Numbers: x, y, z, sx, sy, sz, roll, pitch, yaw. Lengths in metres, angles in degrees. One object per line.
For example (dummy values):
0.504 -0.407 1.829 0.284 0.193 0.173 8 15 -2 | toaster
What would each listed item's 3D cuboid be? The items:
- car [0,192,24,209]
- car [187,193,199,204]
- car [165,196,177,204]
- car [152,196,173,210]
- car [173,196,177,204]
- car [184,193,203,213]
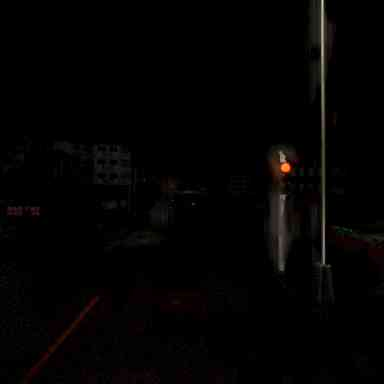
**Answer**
-19.709 0.985 34.940 1.905 1.878 3.866 0 0 35 | car
0.187 1.224 63.112 2.150 2.045 5.566 0 0 0 | car
-3.966 1.477 63.162 1.882 1.535 5.008 0 0 0 | car
-4.040 1.491 43.023 2.128 1.511 4.902 0 0 0 | car
-4.019 1.491 52.987 2.128 1.511 4.902 0 0 0 | car
0.164 1.352 37.744 2.097 1.767 4.553 0 0 0 | car
